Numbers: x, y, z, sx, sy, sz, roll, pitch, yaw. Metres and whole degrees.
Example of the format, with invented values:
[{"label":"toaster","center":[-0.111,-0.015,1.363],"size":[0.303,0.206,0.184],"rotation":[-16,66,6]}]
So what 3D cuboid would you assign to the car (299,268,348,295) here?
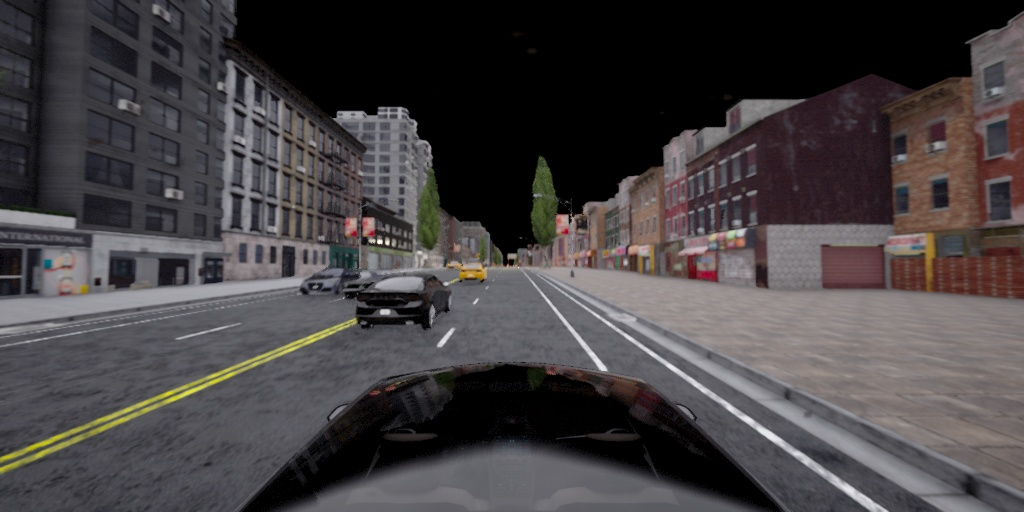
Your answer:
[{"label":"car","center":[-9.839,1.368,19.933],"size":[1.994,1.385,4.181],"rotation":[0,0,0]}]

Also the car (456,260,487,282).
[{"label":"car","center":[-3.137,1.323,29.726],"size":[1.882,1.535,5.008],"rotation":[0,0,0]}]

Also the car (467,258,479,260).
[{"label":"car","center":[-6.509,1.339,59.797],"size":[2.150,2.045,5.566],"rotation":[0,-1,1]}]

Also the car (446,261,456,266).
[{"label":"car","center":[-9.758,1.611,60.247],"size":[1.882,1.535,5.008],"rotation":[0,-1,1]}]

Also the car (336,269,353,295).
[{"label":"car","center":[-6.590,1.397,17.926],"size":[1.895,1.301,4.718],"rotation":[0,0,0]}]

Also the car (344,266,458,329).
[{"label":"car","center":[-3.147,1.251,11.374],"size":[1.882,1.535,5.008],"rotation":[0,0,0]}]
